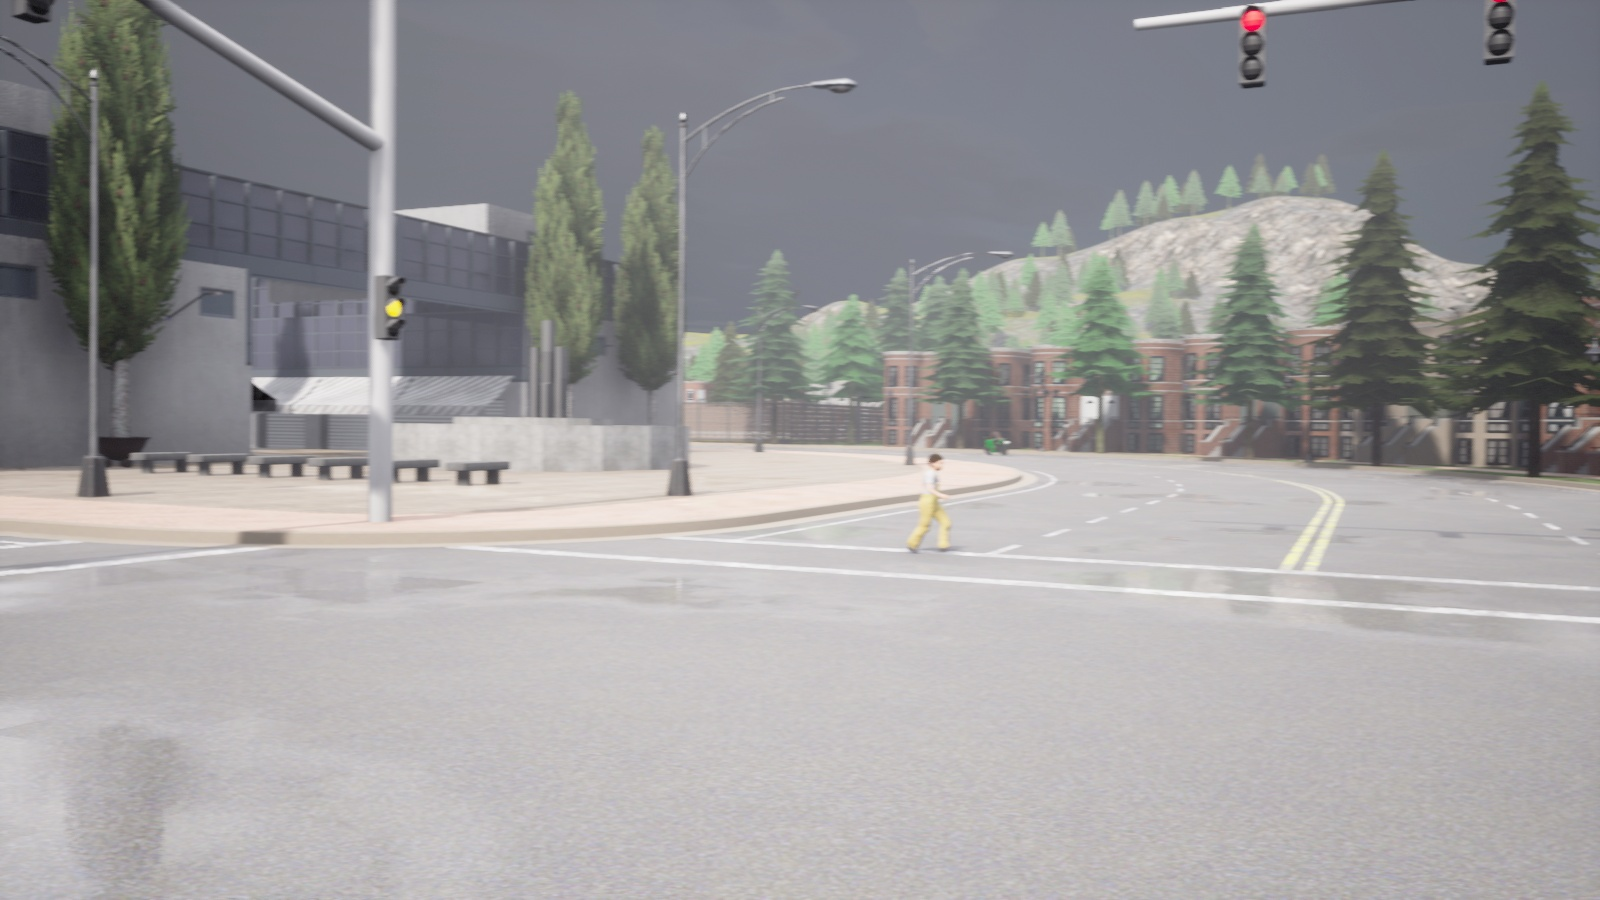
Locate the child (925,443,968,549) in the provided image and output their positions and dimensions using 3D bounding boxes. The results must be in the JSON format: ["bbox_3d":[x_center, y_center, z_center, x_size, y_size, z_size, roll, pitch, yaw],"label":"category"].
[{"bbox_3d":[1.781,0.554,15.272,0.437,1.263,0.270,0,1,27],"label":"child"}]

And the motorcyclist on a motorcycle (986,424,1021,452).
[{"bbox_3d":[11.233,-0.660,69.222,0.797,1.523,2.044,-2,1,-29],"label":"motorcyclist on a motorcycle"}]
